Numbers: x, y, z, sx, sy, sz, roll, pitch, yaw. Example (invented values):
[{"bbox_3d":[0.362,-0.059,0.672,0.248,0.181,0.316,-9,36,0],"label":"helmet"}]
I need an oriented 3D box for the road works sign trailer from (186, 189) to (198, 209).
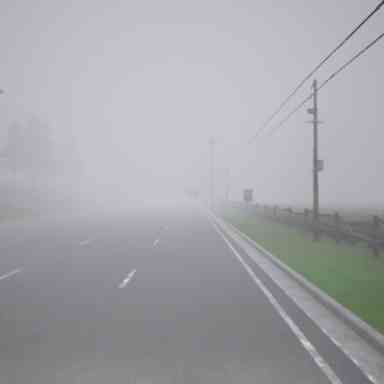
[{"bbox_3d":[-0.021,1.282,62.236,2.380,3.560,2.880,0,-1,0],"label":"road works sign trailer"}]
